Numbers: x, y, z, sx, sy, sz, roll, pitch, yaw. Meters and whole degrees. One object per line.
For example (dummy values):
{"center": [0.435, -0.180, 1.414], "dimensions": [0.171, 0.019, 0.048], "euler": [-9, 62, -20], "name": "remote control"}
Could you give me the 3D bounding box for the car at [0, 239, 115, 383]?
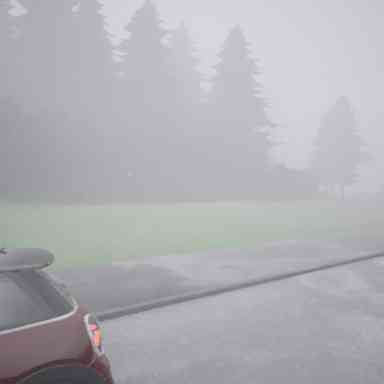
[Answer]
{"center": [-3.005, 1.352, 2.461], "dimensions": [4.553, 1.767, 2.097], "euler": [0, 0, -35], "name": "car"}
